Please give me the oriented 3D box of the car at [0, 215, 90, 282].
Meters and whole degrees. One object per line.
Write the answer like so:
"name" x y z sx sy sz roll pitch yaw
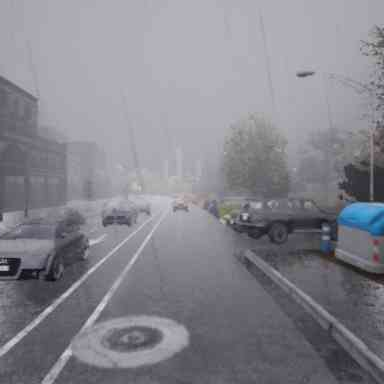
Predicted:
"car" -4.425 1.595 9.669 1.994 1.385 4.181 0 0 -2

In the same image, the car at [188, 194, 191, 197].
"car" 2.430 1.779 69.549 5.366 1.575 1.946 1 0 -24

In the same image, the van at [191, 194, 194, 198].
"van" 2.772 1.556 63.597 4.442 1.987 1.878 1 0 -24

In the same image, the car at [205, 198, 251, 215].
"car" 4.008 1.580 36.871 4.553 1.767 2.185 1 0 -22

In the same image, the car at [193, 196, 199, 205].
"car" 3.301 1.751 48.635 5.366 1.575 1.946 1 0 -23

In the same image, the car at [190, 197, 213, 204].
"car" 2.030 1.817 72.435 4.674 1.452 2.002 1 0 -25

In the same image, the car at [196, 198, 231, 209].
"car" 3.339 1.765 51.677 4.892 1.521 2.231 1 0 -23

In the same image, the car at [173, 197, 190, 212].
"car" -1.497 1.779 43.212 1.812 1.442 4.674 0 -1 -2

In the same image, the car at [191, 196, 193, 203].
"car" 2.850 1.819 60.578 4.674 1.452 2.002 1 0 -24

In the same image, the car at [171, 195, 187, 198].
"car" -2.266 1.770 57.154 1.882 1.535 5.008 0 0 -3

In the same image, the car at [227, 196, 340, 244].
"car" 4.887 1.308 16.178 5.566 2.045 2.435 1 -1 -22

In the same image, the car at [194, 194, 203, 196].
"car" 3.155 1.645 54.635 4.553 1.767 2.185 1 0 -23

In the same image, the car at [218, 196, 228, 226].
"car" 4.715 1.330 19.101 5.566 2.045 2.435 1 0 -22

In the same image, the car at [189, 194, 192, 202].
"car" 2.461 1.781 66.510 5.008 1.535 2.097 1 0 -24

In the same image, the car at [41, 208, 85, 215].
"car" -7.609 1.655 19.053 2.033 1.411 5.357 0 0 -1

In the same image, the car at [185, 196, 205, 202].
"car" 0.762 1.796 87.193 4.674 1.452 2.002 1 0 -26

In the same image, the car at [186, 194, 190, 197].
"car" 1.561 1.807 78.318 4.674 1.452 2.002 1 0 -25

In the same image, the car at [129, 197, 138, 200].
"car" -8.901 1.425 51.033 1.812 1.442 4.674 0 0 -3

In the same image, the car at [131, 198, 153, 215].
"car" -5.580 1.754 37.325 1.812 1.442 4.674 0 0 -2

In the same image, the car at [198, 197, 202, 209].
"car" 3.752 1.764 42.793 4.792 1.488 2.163 1 -1 -23

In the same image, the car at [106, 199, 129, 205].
"car" -8.315 1.748 35.570 1.812 1.442 4.674 0 0 -2

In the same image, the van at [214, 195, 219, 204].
"van" 4.464 1.425 28.038 4.442 1.987 1.878 1 -1 -22

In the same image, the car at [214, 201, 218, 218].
"car" 4.450 1.599 21.988 5.366 1.575 1.946 1 0 -23

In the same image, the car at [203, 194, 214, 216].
"car" 4.262 1.419 30.959 5.566 2.045 2.435 1 -1 -23

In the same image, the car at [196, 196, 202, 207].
"car" 3.773 1.745 45.811 5.366 1.575 1.946 1 -1 -23

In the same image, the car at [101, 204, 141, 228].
"car" -5.001 1.740 23.567 1.895 1.301 4.718 0 0 -2
